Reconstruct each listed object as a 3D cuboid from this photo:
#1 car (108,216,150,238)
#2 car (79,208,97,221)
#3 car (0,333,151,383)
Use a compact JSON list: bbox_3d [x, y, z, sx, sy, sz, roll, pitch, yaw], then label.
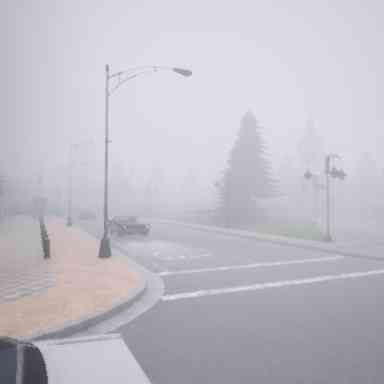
[{"bbox_3d":[-4.359,2.294,22.625,1.895,1.301,4.718,1,-2,-25],"label":"car"},{"bbox_3d":[-13.147,2.778,41.881,1.837,1.490,4.892,1,-3,-24],"label":"car"},{"bbox_3d":[-2.486,1.662,1.814,4.718,1.301,1.895,1,-2,-25],"label":"car"}]
